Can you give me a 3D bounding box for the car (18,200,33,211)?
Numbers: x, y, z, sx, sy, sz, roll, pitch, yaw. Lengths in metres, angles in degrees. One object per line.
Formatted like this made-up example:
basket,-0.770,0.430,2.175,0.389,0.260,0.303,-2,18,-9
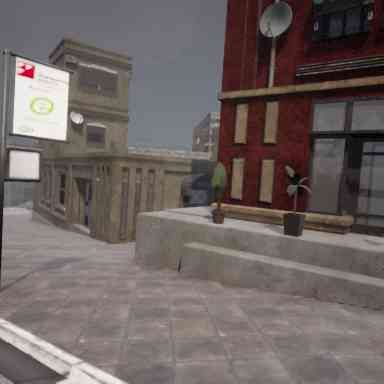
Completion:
car,-26.425,2.116,55.095,2.097,1.767,4.553,4,-1,15
